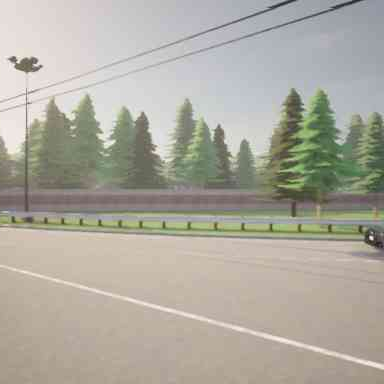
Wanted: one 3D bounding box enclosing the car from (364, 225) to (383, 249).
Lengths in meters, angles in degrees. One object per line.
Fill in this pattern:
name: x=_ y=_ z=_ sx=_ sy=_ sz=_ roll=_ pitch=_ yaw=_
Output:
car: x=8.790 y=1.564 z=12.383 sx=4.181 sy=1.385 sz=1.994 roll=0 pitch=0 yaw=7
